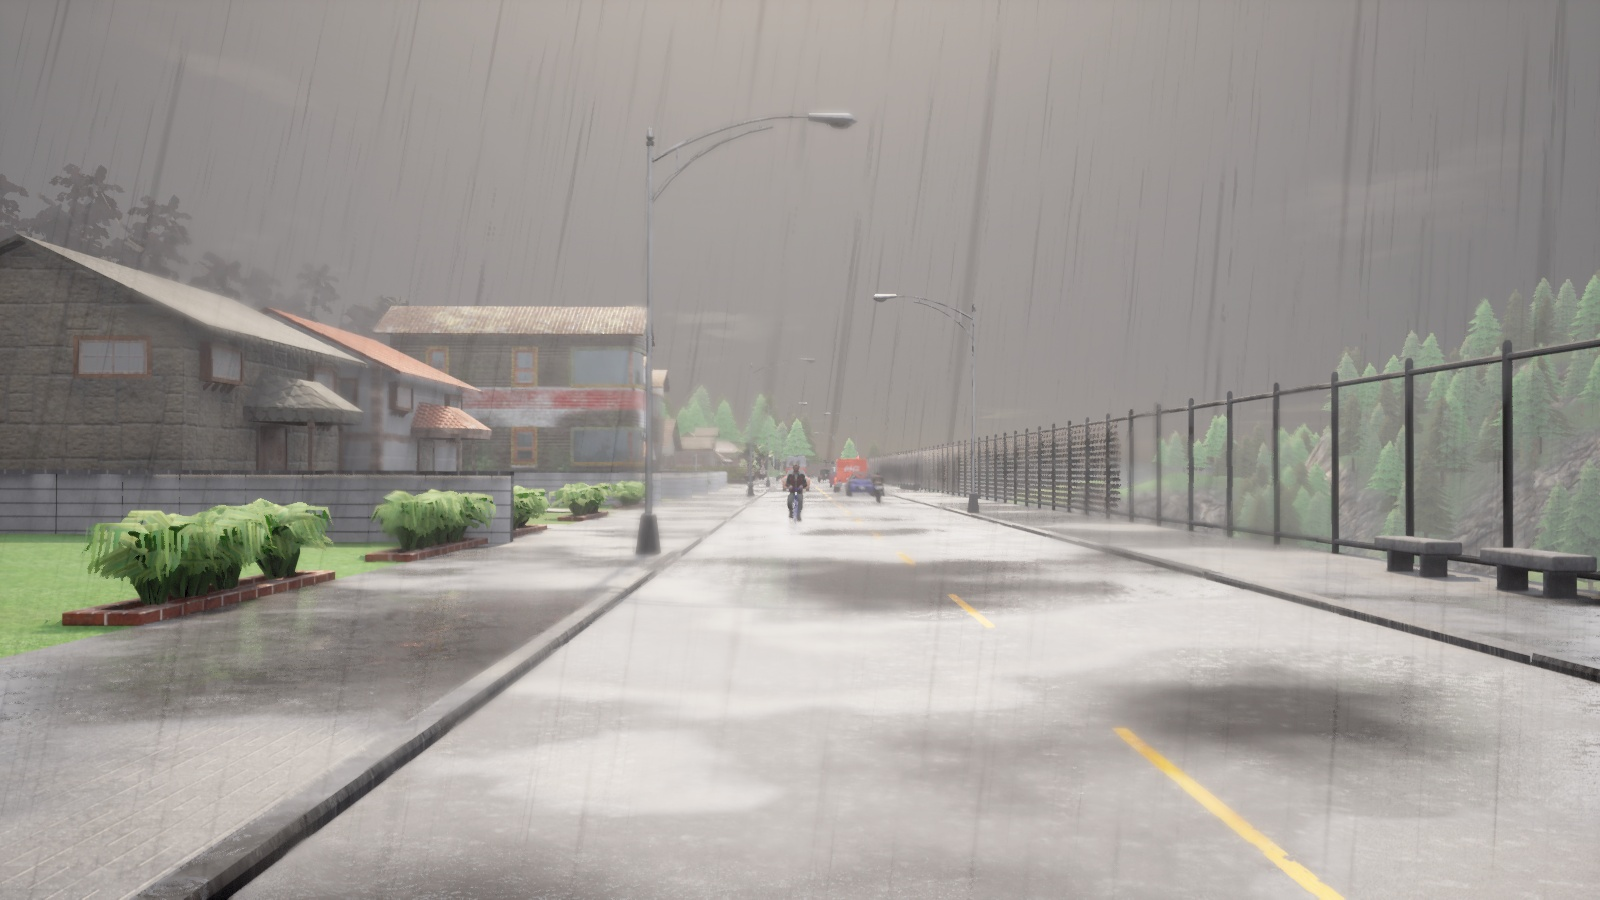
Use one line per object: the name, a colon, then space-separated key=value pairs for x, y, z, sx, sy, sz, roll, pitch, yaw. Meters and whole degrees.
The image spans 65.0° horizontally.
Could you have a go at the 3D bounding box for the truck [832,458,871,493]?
truck: x=3.732 y=1.833 z=91.864 sx=2.627 sy=2.467 sz=5.204 roll=0 pitch=-1 yaw=0

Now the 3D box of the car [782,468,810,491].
car: x=-0.282 y=2.285 z=97.388 sx=2.097 sy=1.767 sz=4.553 roll=0 pitch=-1 yaw=0

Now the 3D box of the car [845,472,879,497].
car: x=3.777 y=2.090 z=77.178 sx=1.816 sy=1.474 sz=4.193 roll=0 pitch=-1 yaw=0
